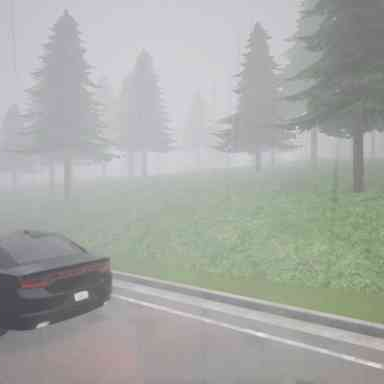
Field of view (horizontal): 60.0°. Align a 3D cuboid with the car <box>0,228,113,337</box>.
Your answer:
[{"bbox_3d":[-3.749,1.476,6.650,5.008,1.535,1.882,0,0,35],"label":"car"}]
